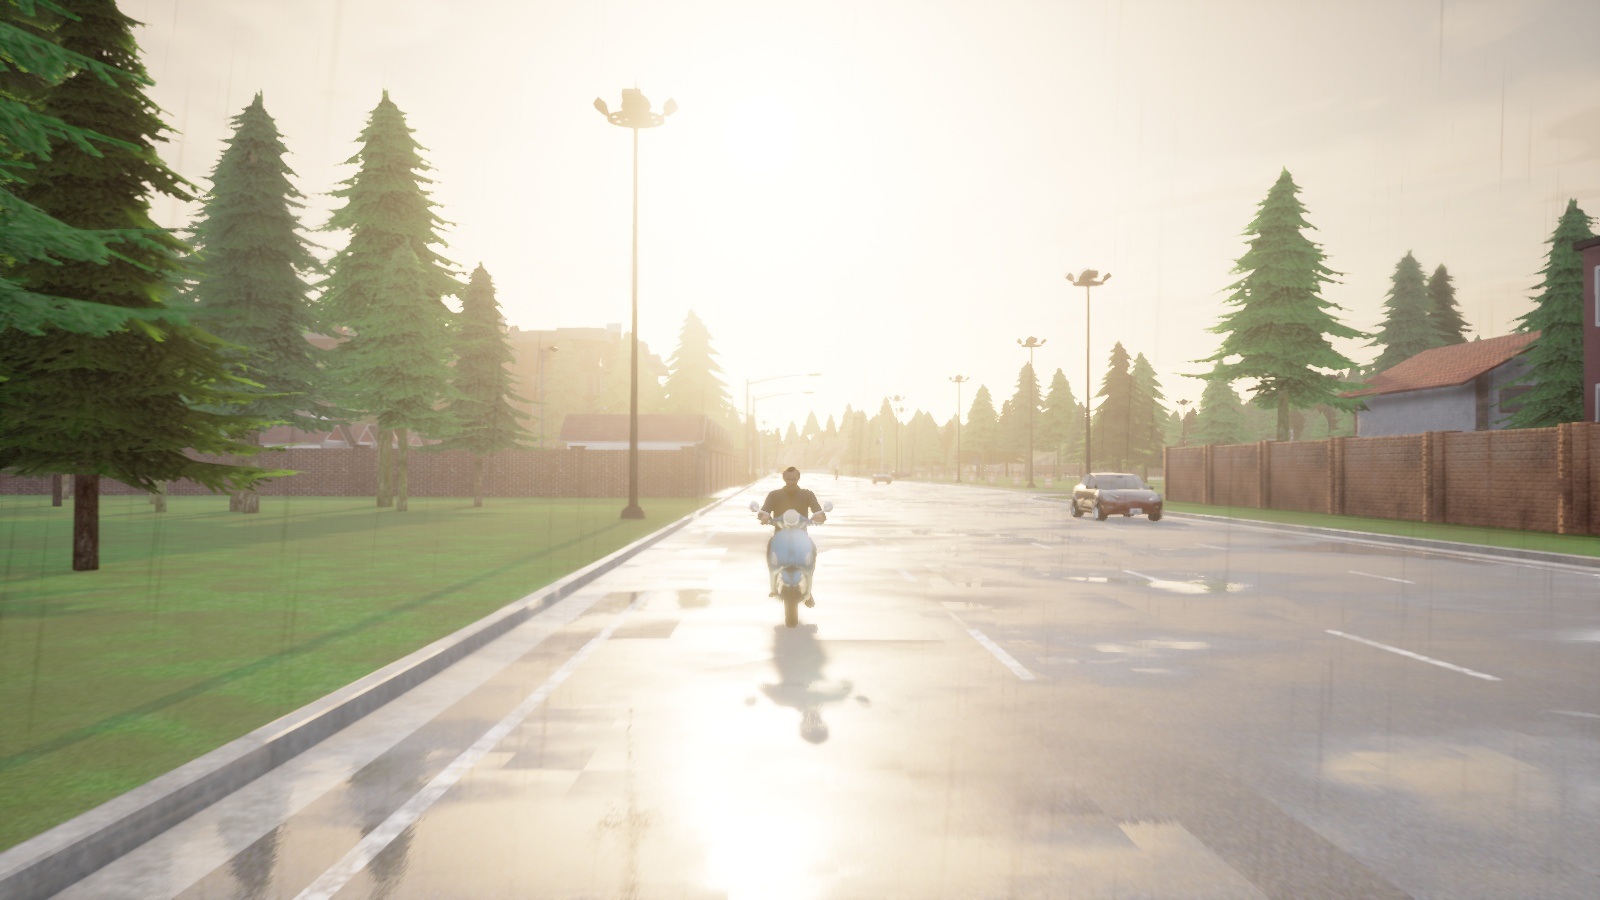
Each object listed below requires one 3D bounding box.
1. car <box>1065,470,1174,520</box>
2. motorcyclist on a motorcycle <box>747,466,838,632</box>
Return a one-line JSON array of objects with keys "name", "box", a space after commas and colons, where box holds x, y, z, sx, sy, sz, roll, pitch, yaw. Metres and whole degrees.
[{"name": "car", "box": [10.015, 1.373, 39.781, 2.163, 1.488, 4.792, 0, -1, -1]}, {"name": "motorcyclist on a motorcycle", "box": [-0.080, 0.961, 12.952, 0.866, 1.590, 1.817, 0, -1, -1]}]
